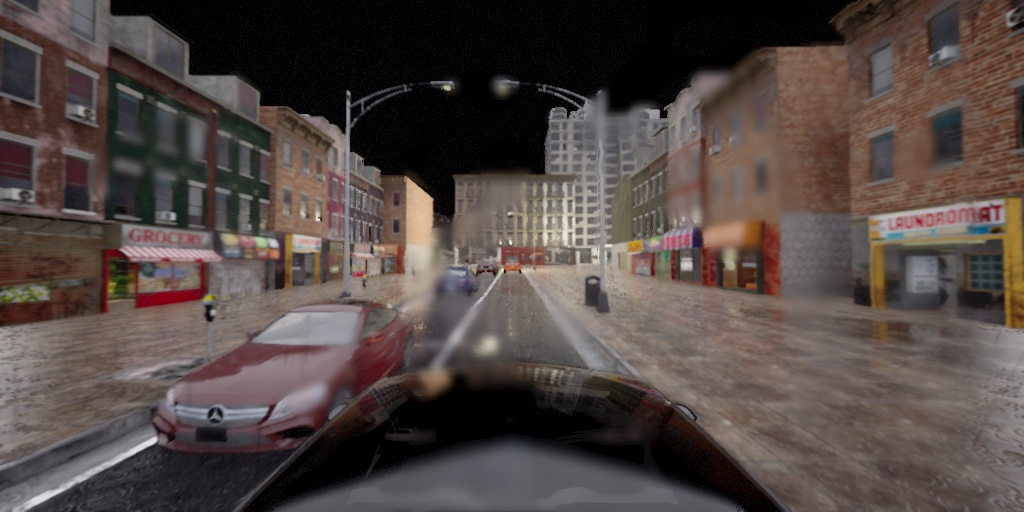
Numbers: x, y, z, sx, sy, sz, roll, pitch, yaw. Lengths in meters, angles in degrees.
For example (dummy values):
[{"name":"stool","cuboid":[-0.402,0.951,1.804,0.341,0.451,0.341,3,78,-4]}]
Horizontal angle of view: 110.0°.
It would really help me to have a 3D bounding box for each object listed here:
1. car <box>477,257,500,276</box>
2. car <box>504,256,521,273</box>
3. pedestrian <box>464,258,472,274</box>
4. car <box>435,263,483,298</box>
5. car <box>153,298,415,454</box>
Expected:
[{"name":"car","cuboid":[-2.633,1.097,38.434,2.192,1.841,5.009,0,0,0]},{"name":"car","cuboid":[0.081,1.146,43.908,2.097,1.767,4.553,0,0,0]},{"name":"pedestrian","cuboid":[-2.726,1.056,21.453,0.375,1.860,0.375,-1,-1,0]},{"name":"car","cuboid":[-2.748,1.286,18.595,1.812,1.442,4.674,0,0,0]},{"name":"car","cuboid":[-2.636,1.333,5.240,1.802,1.307,4.207,0,0,0]}]
